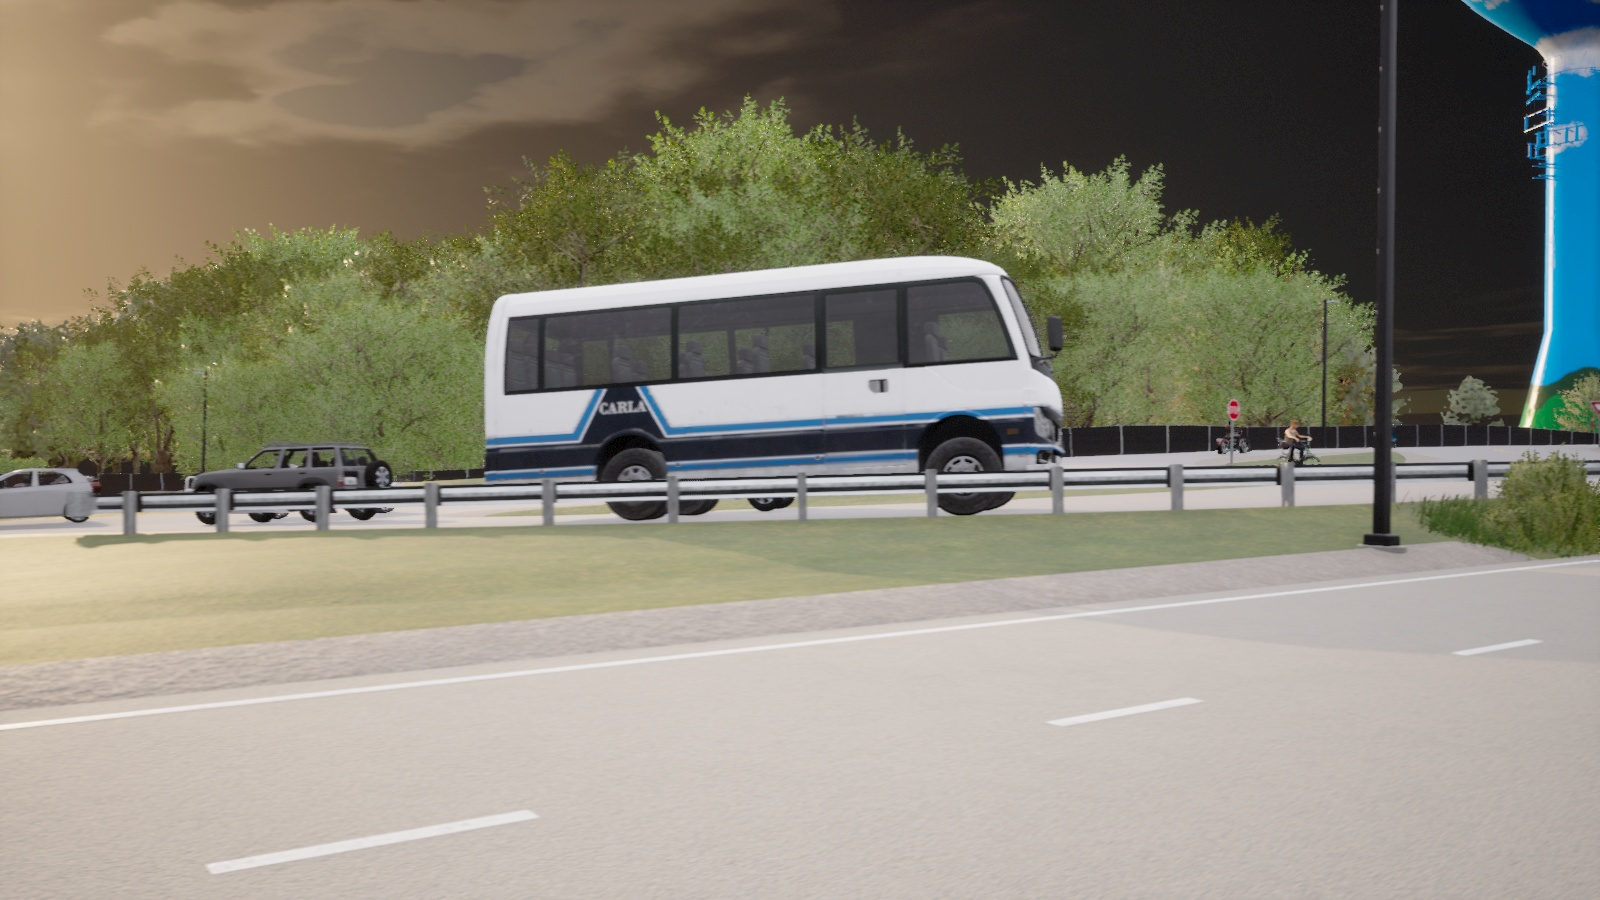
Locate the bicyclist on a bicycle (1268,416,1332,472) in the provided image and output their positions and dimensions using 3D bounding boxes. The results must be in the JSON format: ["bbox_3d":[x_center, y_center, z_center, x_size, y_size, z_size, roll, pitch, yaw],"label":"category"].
[{"bbox_3d":[14.881,-0.166,37.415,0.866,1.612,1.509,-2,0,-36],"label":"bicyclist on a bicycle"}]

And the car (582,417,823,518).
[{"bbox_3d":[-1.964,0.383,26.061,4.605,1.855,1.932,-2,-1,9],"label":"car"}]

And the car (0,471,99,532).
[{"bbox_3d":[-21.023,1.375,33.751,3.633,1.501,1.845,-2,1,-35],"label":"car"}]

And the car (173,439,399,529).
[{"bbox_3d":[-11.733,0.799,28.701,4.605,1.855,1.932,-2,-2,18],"label":"car"}]

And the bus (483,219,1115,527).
[{"bbox_3d":[0.078,-0.991,22.108,10.273,4.253,3.944,-3,-3,16],"label":"bus"}]

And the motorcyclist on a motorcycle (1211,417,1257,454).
[{"bbox_3d":[20.363,-0.676,58.901,2.350,1.649,0.766,-2,1,-36],"label":"motorcyclist on a motorcycle"}]

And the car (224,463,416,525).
[{"bbox_3d":[-13.328,1.172,34.983,4.674,1.442,1.812,-2,1,-35],"label":"car"}]

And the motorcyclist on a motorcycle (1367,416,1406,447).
[{"bbox_3d":[30.331,-0.961,64.938,1.817,1.590,0.866,-1,0,-29],"label":"motorcyclist on a motorcycle"}]
